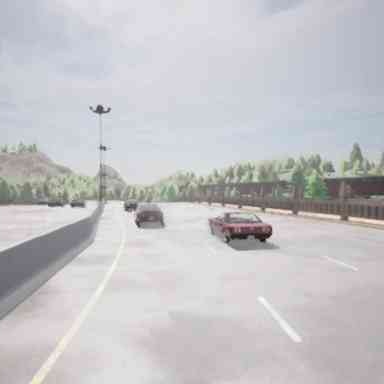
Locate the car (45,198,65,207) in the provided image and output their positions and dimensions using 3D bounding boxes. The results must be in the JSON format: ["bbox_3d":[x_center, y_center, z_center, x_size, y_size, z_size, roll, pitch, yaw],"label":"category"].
[{"bbox_3d":[-21.039,1.705,51.803,1.895,1.301,4.718,0,0,-14],"label":"car"}]

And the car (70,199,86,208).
[{"bbox_3d":[-16.732,1.679,48.980,1.895,1.301,4.718,0,0,-14],"label":"car"}]

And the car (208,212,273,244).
[{"bbox_3d":[2.077,1.581,15.832,1.895,1.301,4.718,0,0,-9],"label":"car"}]

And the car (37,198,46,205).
[{"bbox_3d":[-26.862,1.711,60.887,2.033,1.411,5.357,0,-1,-14],"label":"car"}]

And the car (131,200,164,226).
[{"bbox_3d":[-3.098,1.530,23.563,1.812,1.442,4.674,0,0,-13],"label":"car"}]

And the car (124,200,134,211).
[{"bbox_3d":[-7.518,1.623,41.647,1.895,1.301,4.718,0,0,-14],"label":"car"}]
